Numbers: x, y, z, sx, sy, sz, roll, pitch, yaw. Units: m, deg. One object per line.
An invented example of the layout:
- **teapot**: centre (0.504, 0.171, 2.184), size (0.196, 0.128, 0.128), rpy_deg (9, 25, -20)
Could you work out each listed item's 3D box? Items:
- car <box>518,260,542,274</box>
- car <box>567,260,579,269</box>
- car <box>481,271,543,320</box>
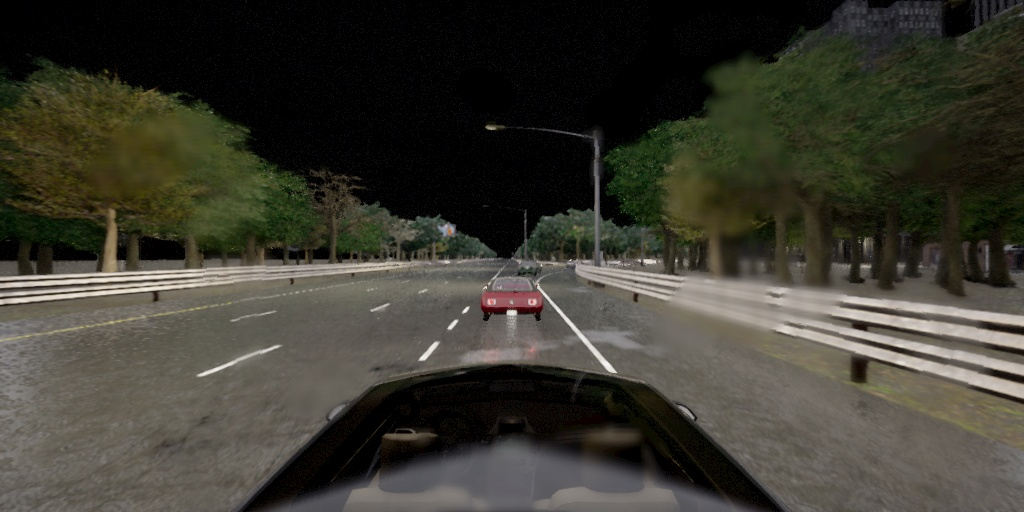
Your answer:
- **car**: centre (2.030, 1.260, 39.582), size (2.097, 1.767, 4.553), rpy_deg (0, 0, 12)
- **car**: centre (11.289, 1.490, 63.782), size (2.128, 1.511, 4.902), rpy_deg (0, 0, 30)
- **car**: centre (0.002, 1.397, 12.799), size (1.895, 1.301, 4.718), rpy_deg (0, 0, 0)
